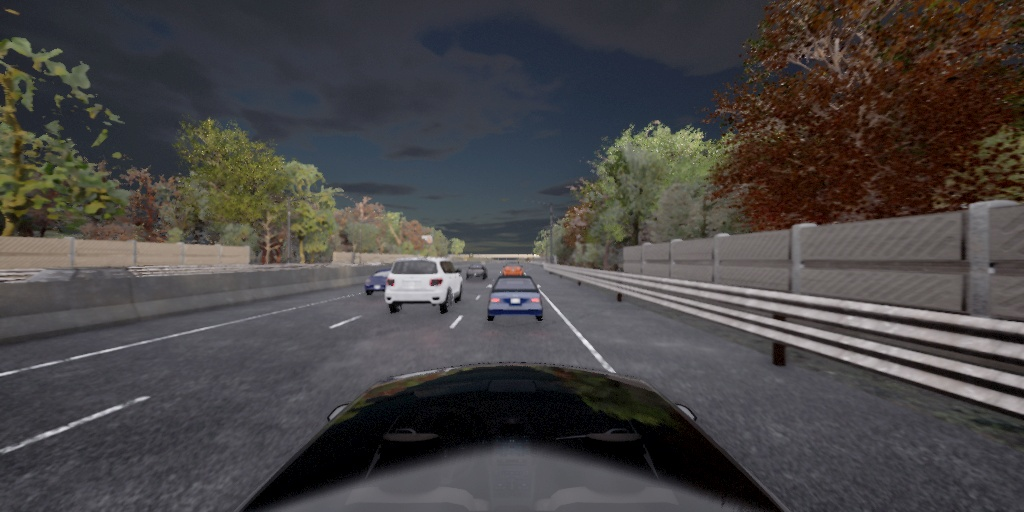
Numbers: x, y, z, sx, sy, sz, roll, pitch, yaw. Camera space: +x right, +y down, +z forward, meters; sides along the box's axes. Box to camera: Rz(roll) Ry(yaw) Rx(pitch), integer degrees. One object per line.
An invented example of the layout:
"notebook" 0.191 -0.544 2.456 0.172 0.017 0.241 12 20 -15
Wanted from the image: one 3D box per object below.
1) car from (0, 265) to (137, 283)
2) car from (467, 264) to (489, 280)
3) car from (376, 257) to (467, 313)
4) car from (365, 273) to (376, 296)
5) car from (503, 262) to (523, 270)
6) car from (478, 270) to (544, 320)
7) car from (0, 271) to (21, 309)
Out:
"car" -17.574 1.209 14.230 2.097 1.767 4.553 0 0 0
"car" -3.408 1.542 35.741 2.128 1.511 4.902 0 -1 0
"car" -3.404 1.085 14.852 2.150 2.045 5.566 0 -1 0
"car" -6.902 1.440 20.681 1.812 1.442 4.674 0 -1 0
"car" 0.094 1.421 37.727 2.097 1.767 4.553 0 -1 0
"car" 0.098 1.395 13.083 2.033 1.411 5.357 0 -1 0
"car" -21.084 1.345 12.270 1.837 1.490 4.892 0 0 0
